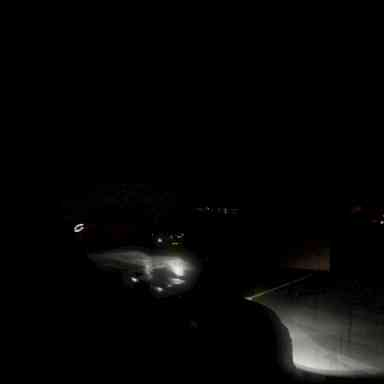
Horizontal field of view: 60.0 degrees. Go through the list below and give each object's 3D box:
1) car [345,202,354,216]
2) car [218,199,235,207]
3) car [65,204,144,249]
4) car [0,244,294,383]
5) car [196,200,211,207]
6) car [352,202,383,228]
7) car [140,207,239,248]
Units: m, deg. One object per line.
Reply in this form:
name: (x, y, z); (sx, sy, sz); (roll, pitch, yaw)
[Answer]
car: (18.083, 1.856, 38.317); (1.882, 1.535, 5.008); (0, 0, -2)
car: (5.589, 1.888, 53.979); (1.882, 1.535, 5.008); (0, 0, -8)
car: (-3.828, 1.433, 15.063); (2.097, 1.767, 4.553); (0, -1, 41)
car: (-0.811, 1.582, 3.493); (4.181, 1.385, 1.994); (1, -1, -38)
car: (1.822, 1.963, 55.597); (1.994, 1.385, 4.181); (0, 0, -8)
car: (13.146, 1.752, 24.033); (1.837, 1.490, 4.892); (1, -1, 18)
car: (0.270, 1.607, 14.456); (1.837, 1.490, 4.892); (1, 0, 38)
